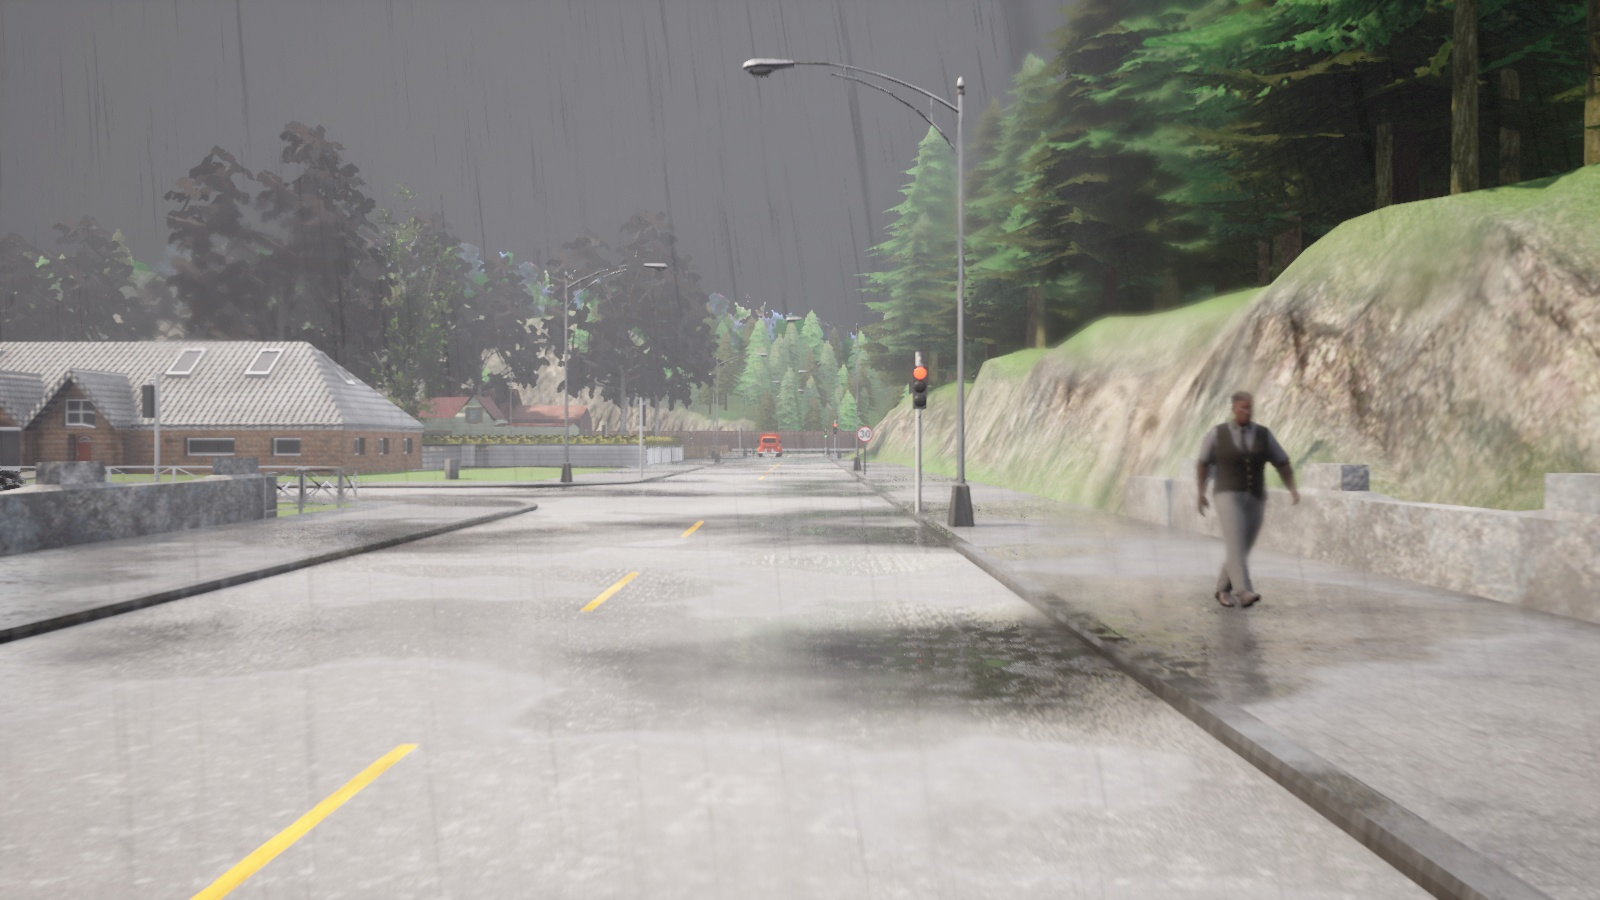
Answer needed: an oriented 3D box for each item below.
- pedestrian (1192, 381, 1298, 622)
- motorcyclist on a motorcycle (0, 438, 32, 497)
[{"bbox_3d":[3.605,0.402,10.226,0.563,1.883,0.849,0,0,0],"label":"pedestrian"},{"bbox_3d":[-23.094,0.478,35.465,2.350,1.649,0.766,0,0,0],"label":"motorcyclist on a motorcycle"}]
